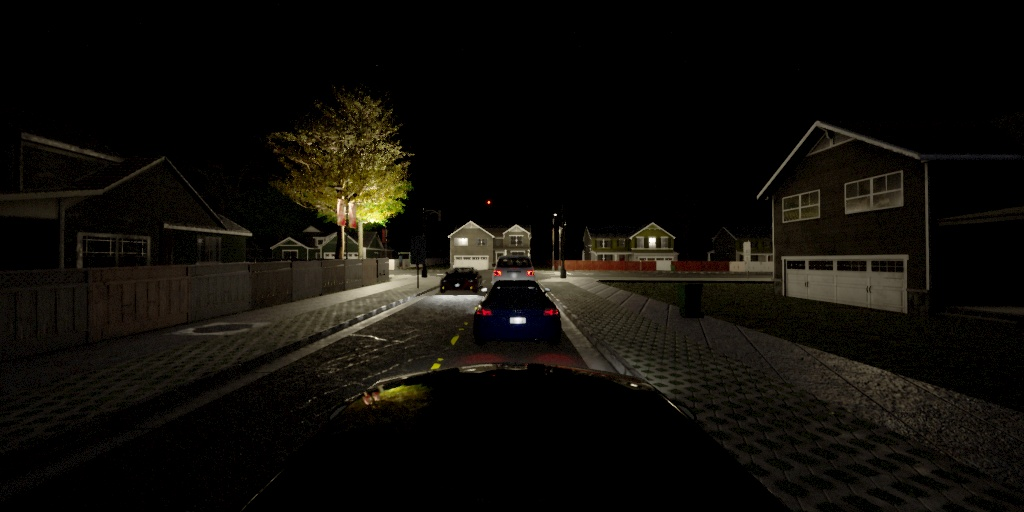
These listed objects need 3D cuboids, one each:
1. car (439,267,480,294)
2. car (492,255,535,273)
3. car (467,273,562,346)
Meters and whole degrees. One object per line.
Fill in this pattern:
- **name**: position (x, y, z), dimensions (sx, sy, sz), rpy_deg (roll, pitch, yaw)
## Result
- **car**: position (-2.781, 1.318, 20.342), dimensions (1.994, 1.385, 4.181), rpy_deg (0, 0, 1)
- **car**: position (0.101, 0.976, 19.451), dimensions (2.150, 2.045, 5.566), rpy_deg (0, 0, 0)
- **car**: position (0.106, 1.316, 9.489), dimensions (1.994, 1.385, 4.181), rpy_deg (0, 0, 0)
